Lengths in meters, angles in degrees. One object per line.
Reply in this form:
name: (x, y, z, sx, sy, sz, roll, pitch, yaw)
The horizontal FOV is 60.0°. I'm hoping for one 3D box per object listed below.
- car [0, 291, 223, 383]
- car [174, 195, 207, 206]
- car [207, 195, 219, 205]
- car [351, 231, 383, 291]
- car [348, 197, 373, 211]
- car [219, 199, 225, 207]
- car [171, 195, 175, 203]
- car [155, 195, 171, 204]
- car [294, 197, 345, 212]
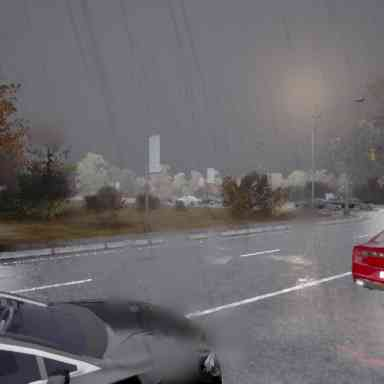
car: (-1.944, 1.492, 2.344, 4.902, 1.511, 2.128, 0, 0, -35)
car: (-0.264, 1.324, 51.355, 1.812, 1.442, 4.674, -1, 0, -38)
car: (2.698, 1.260, 53.262, 2.128, 1.511, 4.902, -1, 0, -39)
car: (5.775, 1.446, 7.856, 5.008, 1.535, 1.882, 0, 0, -35)
car: (16.778, 1.248, 35.884, 2.128, 1.511, 4.902, -1, 0, -41)
car: (6.197, 1.144, 43.285, 2.097, 1.767, 4.553, -1, 0, -39)
car: (-3.831, 1.264, 61.478, 2.128, 1.511, 4.902, -1, 0, -38)
car: (-6.305, 1.328, 58.973, 1.812, 1.442, 4.674, -1, 0, -39)
car: (13.090, 1.280, 34.679, 2.128, 1.511, 4.902, -1, 0, -39)
